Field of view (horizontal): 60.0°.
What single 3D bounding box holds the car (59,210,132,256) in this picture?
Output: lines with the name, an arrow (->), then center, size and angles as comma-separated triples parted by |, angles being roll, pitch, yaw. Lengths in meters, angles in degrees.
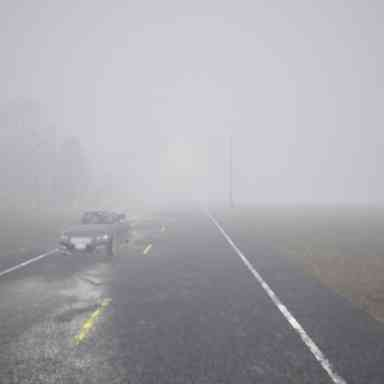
car -> -3.599, 1.492, 13.166 | 2.128, 1.511, 4.902 | 0, 0, 0
